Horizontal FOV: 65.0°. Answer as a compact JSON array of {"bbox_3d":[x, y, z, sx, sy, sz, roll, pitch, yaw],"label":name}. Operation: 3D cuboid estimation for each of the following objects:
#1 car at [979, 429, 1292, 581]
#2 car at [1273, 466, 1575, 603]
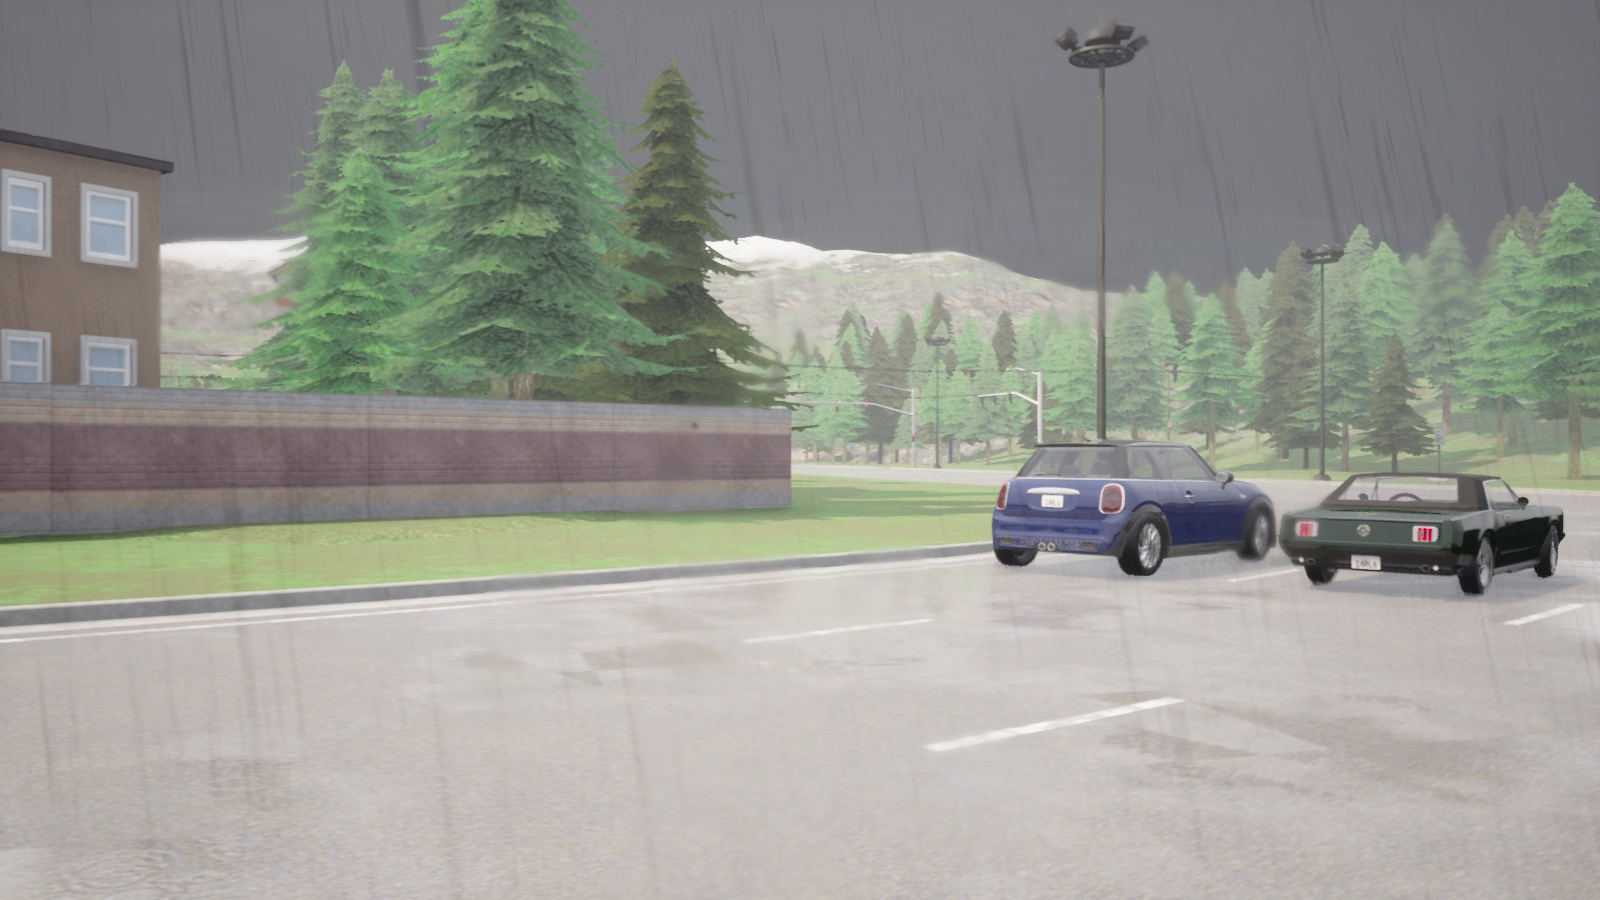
[{"bbox_3d":[4.634,0.640,16.945,2.097,1.767,4.553,0,0,45],"label":"car"},{"bbox_3d":[7.497,0.869,14.831,1.895,1.301,4.718,0,0,43],"label":"car"}]
